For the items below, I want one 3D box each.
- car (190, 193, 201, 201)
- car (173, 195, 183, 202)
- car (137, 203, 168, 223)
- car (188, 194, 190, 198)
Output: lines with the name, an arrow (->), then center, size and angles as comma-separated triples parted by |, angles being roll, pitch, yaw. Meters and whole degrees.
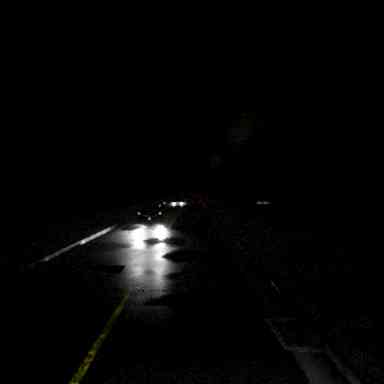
car -> 0.958, 1.222, 74.070 | 1.812, 1.442, 4.674 | 0, 0, 0
car -> -2.760, 1.322, 65.892 | 1.895, 1.301, 4.718 | 0, 0, 0
car -> -2.852, 1.488, 24.511 | 1.895, 1.301, 4.718 | 0, 0, 0
car -> -0.006, 1.051, 93.431 | 1.994, 1.385, 4.181 | 0, 0, 0
